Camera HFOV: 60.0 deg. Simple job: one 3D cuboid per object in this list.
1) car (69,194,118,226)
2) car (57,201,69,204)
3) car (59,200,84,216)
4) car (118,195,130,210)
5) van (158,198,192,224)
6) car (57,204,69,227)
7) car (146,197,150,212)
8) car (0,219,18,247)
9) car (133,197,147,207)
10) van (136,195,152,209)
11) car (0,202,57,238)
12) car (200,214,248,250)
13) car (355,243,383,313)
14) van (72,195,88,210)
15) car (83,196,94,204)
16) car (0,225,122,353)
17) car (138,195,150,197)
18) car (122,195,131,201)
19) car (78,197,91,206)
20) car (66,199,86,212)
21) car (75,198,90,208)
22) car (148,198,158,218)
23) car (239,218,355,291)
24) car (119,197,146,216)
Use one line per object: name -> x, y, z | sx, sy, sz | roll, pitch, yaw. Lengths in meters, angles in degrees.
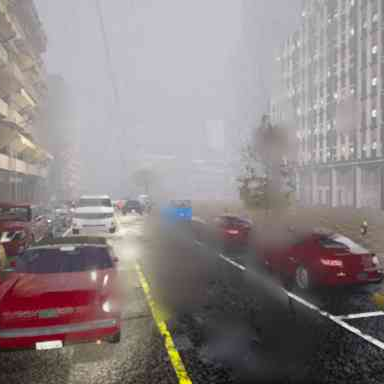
car -> -5.673, 1.215, 19.513 | 2.150, 2.045, 5.566 | 0, 0, -15
car -> -9.300, 1.546, 22.770 | 2.008, 1.369, 4.403 | 0, 0, -15
car -> -12.075, 1.563, 33.469 | 1.947, 1.339, 4.313 | 0, 0, -15
car -> -8.630, 1.351, 43.181 | 2.097, 1.767, 4.553 | 0, 0, -14
van -> -1.190, 1.333, 24.873 | 1.690, 1.788, 3.998 | 0, 0, -15
car -> -7.913, 1.546, 17.420 | 2.008, 1.369, 4.403 | 0, 0, -15
car -> -3.963, 1.560, 35.573 | 1.947, 1.339, 4.313 | 0, 0, -15
car -> -5.096, 1.523, 6.557 | 1.752, 1.417, 4.829 | 0, 0, -15
car -> -8.169, 1.528, 51.785 | 1.752, 1.417, 4.829 | 0, 0, -15
van -> -6.740, 1.340, 46.272 | 1.690, 1.788, 3.998 | 0, 0, -15
car -> -6.527, 1.311, 12.069 | 2.192, 1.841, 5.009 | 0, 0, -15
car -> 1.586, 1.575, 14.173 | 1.802, 1.307, 4.206 | 0, 0, -15
car -> 4.318, 1.522, 3.639 | 1.752, 1.417, 4.829 | 0, 0, -15
van -> -14.852, 1.343, 44.168 | 1.690, 1.788, 3.998 | 0, 0, -15
car -> -20.400, 1.585, 65.566 | 1.947, 1.339, 4.313 | 0, 0, -15
car -> -2.337, 1.598, 6.284 | 1.895, 1.301, 4.718 | 0, 0, -14
car -> -5.352, 1.436, 40.922 | 1.967, 1.590, 4.097 | 0, 0, -15
car -> -16.451, 1.580, 83.719 | 1.887, 1.381, 4.507 | -1, 0, -15
car -> -17.625, 1.592, 54.867 | 1.802, 1.307, 4.206 | 0, 0, -15
car -> -13.463, 1.544, 38.818 | 1.887, 1.381, 4.507 | 0, 0, -15
car -> -16.238, 1.588, 49.517 | 1.802, 1.307, 4.206 | 0, 0, -15
car -> -2.618, 1.518, 30.386 | 1.752, 1.417, 4.829 | 0, 0, -15
car -> 2.974, 1.577, 8.825 | 1.802, 1.307, 4.206 | 0, 0, -15
car -> -6.002, 1.499, 33.104 | 1.837, 1.490, 4.892 | 0, 0, -14
